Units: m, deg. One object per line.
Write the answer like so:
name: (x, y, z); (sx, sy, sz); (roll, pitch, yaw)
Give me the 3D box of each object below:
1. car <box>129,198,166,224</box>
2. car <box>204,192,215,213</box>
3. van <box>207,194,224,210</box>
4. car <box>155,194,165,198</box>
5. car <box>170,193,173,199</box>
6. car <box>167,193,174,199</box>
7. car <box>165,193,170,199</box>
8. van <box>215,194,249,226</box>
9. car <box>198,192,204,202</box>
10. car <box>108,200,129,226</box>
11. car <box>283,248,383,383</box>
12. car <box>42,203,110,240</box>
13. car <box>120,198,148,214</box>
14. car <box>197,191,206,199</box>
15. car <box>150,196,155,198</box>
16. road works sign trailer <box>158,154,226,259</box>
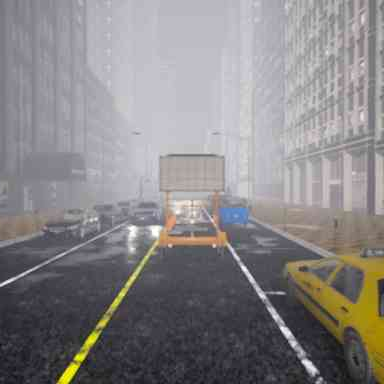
car: (-3.118, 1.389, 23.320); (1.812, 1.442, 4.674); (0, 0, 0)
car: (2.653, 1.119, 33.293); (2.192, 1.841, 5.009); (-1, 0, 0)
van: (2.649, 1.112, 38.976); (1.690, 1.788, 3.998); (-1, 0, 0)
car: (-5.739, 1.257, 50.338); (2.008, 1.369, 4.403); (-1, 0, 0)
car: (-5.758, 1.154, 73.072); (1.802, 1.307, 4.206); (-1, 0, 0)
car: (-5.771, 0.997, 89.953); (1.752, 1.417, 4.829); (-1, 0, 0)
car: (-5.748, 1.190, 61.704); (2.008, 1.369, 4.403); (-1, 0, 0)
van: (2.663, 1.212, 21.925); (1.690, 1.788, 3.998); (-1, 0, 0)
car: (2.632, 1.189, 61.711); (2.008, 1.369, 4.403); (-1, 0, 0)
car: (-5.716, 1.438, 21.920); (1.947, 1.339, 4.313); (-1, 0, 0)
car: (2.678, 1.495, 5.046); (1.752, 1.417, 4.829); (-1, 0, 0)
car: (-5.711, 1.456, 16.236); (2.008, 1.369, 4.403); (-1, 0, 0)
car: (-5.726, 1.356, 33.287); (2.008, 1.369, 4.403); (-1, 0, 0)
car: (2.607, 0.785, 90.129); (2.192, 1.841, 5.009); (-1, 0, 0)
car: (-5.730, 1.354, 38.971); (1.802, 1.307, 4.206); (-1, 0, 0)
road works sign trailer: (0.008, 0.391, 12.299); (2.380, 3.560, 2.880); (0, 0, 0)
